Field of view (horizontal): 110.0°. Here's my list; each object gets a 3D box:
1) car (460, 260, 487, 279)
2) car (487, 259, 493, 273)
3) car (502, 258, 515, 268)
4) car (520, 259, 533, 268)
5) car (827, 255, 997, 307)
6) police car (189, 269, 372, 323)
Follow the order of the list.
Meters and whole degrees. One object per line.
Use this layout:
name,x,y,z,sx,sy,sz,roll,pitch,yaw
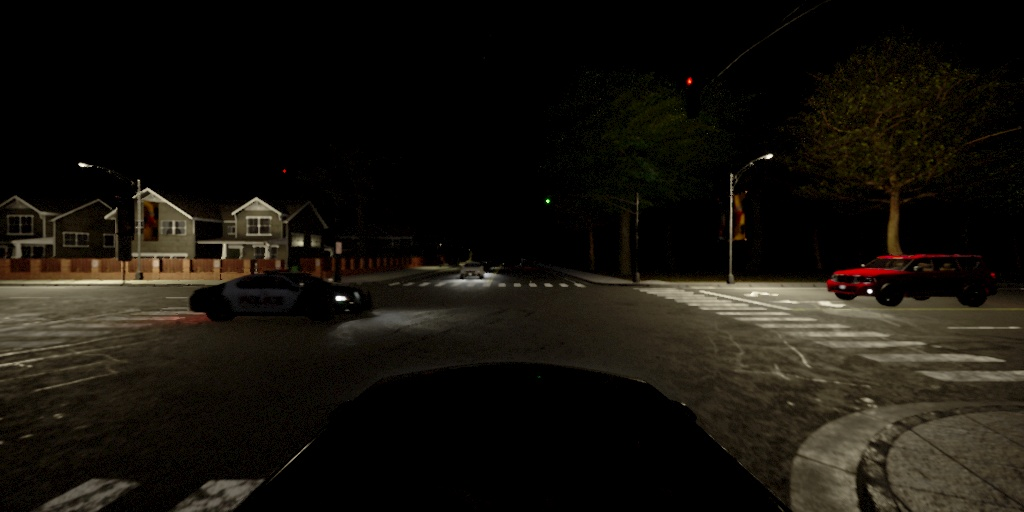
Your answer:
car,-3.544,1.252,32.449,1.812,1.442,4.674,0,0,-1
car,-3.697,1.331,44.412,1.895,1.301,4.718,0,0,-1
car,-0.583,1.256,61.819,1.837,1.490,4.892,0,0,-1
car,2.667,1.260,61.862,2.128,1.511,4.902,0,0,-1
car,16.651,0.956,15.091,5.566,2.045,2.150,0,1,0
police car,-7.231,1.242,11.608,4.974,1.542,2.038,0,0,0
